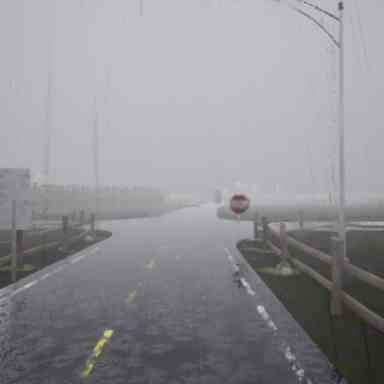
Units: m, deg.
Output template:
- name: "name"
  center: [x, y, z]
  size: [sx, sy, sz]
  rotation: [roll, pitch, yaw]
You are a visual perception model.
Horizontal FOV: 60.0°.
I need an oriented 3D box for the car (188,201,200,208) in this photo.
- name: "car"
  center: [0.459, 2.332, 63.201]
  size: [1.994, 1.385, 4.181]
  rotation: [0, 0, 6]
